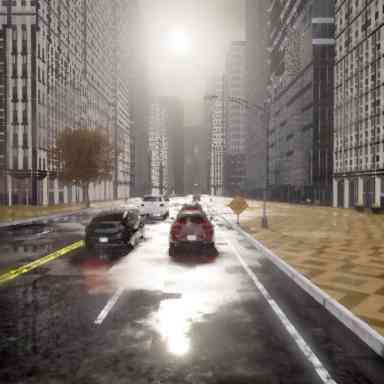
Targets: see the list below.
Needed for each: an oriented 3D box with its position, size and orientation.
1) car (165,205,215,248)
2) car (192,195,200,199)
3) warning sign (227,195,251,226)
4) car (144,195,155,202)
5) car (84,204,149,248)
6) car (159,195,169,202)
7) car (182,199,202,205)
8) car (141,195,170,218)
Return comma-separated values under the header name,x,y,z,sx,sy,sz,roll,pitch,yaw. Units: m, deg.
name,x,y,z,sx,sy,sz,roll,pitch,yaw
car,0.000,1.528,14.652,1.812,1.442,4.674,0,0,0
car,1.138,1.456,86.631,1.882,1.535,5.008,0,0,0
warning sign,2.865,1.108,20.605,1.300,1.860,1.060,1,1,0
car,-9.750,1.448,76.747,1.882,1.535,5.008,0,0,0
car,-3.250,1.511,14.652,1.837,1.490,4.892,0,0,0
car,-6.499,1.471,76.747,1.837,1.490,4.892,0,0,0
car,0.000,1.563,29.654,1.994,1.385,4.181,0,0,0
car,-3.250,1.248,29.683,2.150,2.045,5.566,0,0,0
